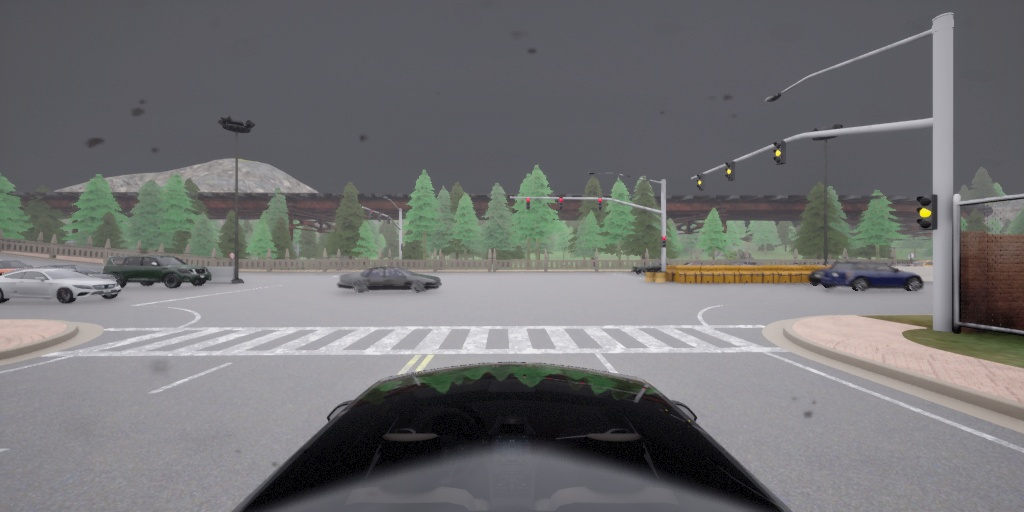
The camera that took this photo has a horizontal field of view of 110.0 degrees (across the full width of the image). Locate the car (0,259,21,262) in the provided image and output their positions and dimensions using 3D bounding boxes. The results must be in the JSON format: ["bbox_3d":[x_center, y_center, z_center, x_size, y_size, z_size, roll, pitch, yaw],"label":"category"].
[{"bbox_3d":[-32.094,1.012,22.576,4.553,1.767,2.097,2,0,-2],"label":"car"}]

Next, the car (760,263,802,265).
[{"bbox_3d":[24.863,1.314,31.559,4.181,1.385,1.994,0,0,-2],"label":"car"}]

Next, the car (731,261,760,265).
[{"bbox_3d":[24.540,1.241,38.552,4.902,1.511,2.128,0,0,-2],"label":"car"}]

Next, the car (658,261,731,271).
[{"bbox_3d":[15.873,1.228,31.276,5.008,1.535,1.882,0,0,-2],"label":"car"}]

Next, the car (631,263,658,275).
[{"bbox_3d":[15.287,1.351,38.261,4.718,1.301,1.895,0,0,-2],"label":"car"}]

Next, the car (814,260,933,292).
[{"bbox_3d":[20.723,1.101,20.723,4.553,1.767,2.097,0,0,-2],"label":"car"}]

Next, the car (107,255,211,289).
[{"bbox_3d":[-22.588,0.965,22.866,5.566,2.045,2.150,0,0,-2],"label":"car"}]

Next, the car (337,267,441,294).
[{"bbox_3d":[-6.702,1.297,19.864,5.357,1.411,2.033,0,0,-2],"label":"car"}]

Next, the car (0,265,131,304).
[{"bbox_3d":[-20.274,1.275,15.882,4.674,1.442,1.812,0,0,0],"label":"car"}]

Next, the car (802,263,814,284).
[{"bbox_3d":[22.630,1.314,24.285,4.181,1.385,1.994,0,0,-2],"label":"car"}]

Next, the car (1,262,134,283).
[{"bbox_3d":[-24.115,1.230,19.317,4.902,1.511,2.128,0,0,-2],"label":"car"}]
